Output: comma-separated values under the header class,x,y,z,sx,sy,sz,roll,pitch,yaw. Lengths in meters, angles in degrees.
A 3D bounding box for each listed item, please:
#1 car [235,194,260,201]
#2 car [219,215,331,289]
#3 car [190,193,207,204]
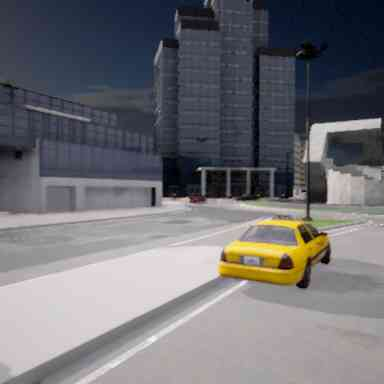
class,x,y,z,sx,sy,sz,roll,pitch,yaw
car,10.934,1.103,65.161,5.357,1.411,2.033,0,1,-37
car,2.574,1.396,9.130,1.801,1.575,5.366,0,1,31
car,0.977,0.959,52.629,2.097,1.767,4.553,0,1,-10
